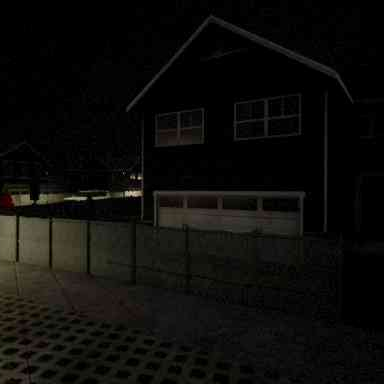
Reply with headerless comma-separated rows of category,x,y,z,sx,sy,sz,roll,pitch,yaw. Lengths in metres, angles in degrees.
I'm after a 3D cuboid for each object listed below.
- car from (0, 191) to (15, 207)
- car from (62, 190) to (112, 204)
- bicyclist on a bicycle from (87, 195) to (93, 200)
car,-15.375,0.994,23.386,2.150,2.045,5.566,0,1,26
car,-10.458,0.848,33.425,2.150,2.045,5.566,0,1,25
bicyclist on a bicycle,-7.784,1.047,25.400,1.656,1.620,0.582,0,1,27
